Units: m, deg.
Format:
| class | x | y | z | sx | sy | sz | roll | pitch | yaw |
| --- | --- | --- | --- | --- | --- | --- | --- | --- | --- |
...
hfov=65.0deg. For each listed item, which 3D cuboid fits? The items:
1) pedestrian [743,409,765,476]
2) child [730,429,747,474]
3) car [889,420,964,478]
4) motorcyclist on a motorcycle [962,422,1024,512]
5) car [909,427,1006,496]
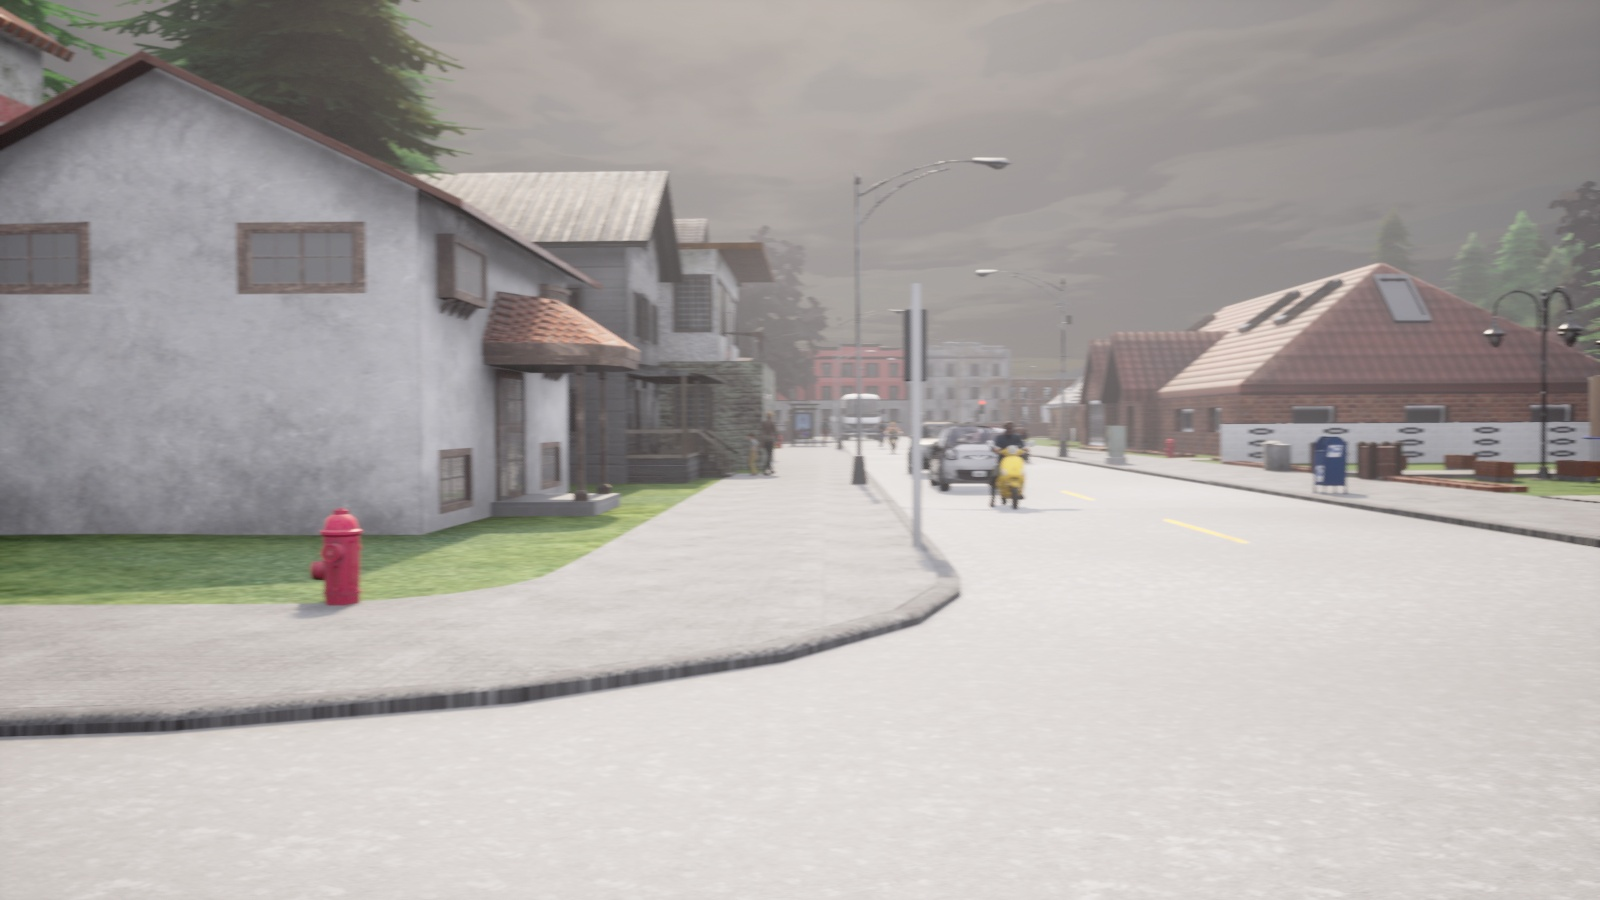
| class | x | y | z | sx | sy | sz | roll | pitch | yaw |
| --- | --- | --- | --- | --- | --- | --- | --- | --- | --- |
| pedestrian | -1.274 | -0.222 | 35.108 | 0.331 | 1.846 | 0.634 | 1 | 1 | 29 |
| child | -1.734 | 0.049 | 35.503 | 0.437 | 1.263 | 0.270 | 0 | 1 | -16 |
| car | 3.689 | -0.073 | 37.270 | 1.851 | 1.617 | 3.988 | 0 | 1 | 1 |
| motorcyclist on a motorcycle | 3.533 | 0.286 | 23.108 | 0.866 | 1.590 | 1.817 | 0 | 1 | 0 |
| car | 3.605 | 0.212 | 29.391 | 1.845 | 1.501 | 3.633 | 0 | 1 | 1 |
